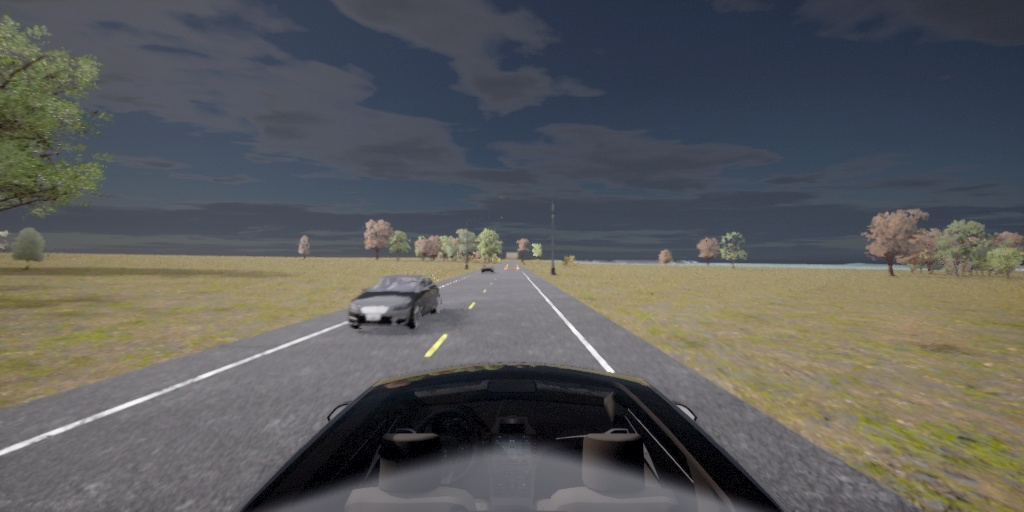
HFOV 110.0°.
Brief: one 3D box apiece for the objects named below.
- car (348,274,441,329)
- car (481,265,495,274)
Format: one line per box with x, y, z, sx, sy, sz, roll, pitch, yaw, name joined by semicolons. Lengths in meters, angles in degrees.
-3.595;1.358;11.764;2.128;1.511;4.902;0;-1;0;car
-3.540;1.944;52.824;1.895;1.301;4.718;0;-1;0;car
